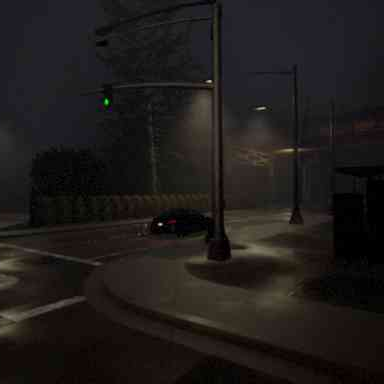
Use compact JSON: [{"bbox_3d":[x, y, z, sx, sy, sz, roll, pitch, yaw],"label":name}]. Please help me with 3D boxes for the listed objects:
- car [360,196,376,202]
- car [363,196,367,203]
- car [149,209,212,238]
[{"bbox_3d":[34.648,1.351,65.692,1.853,1.218,4.536,-1,0,16],"label":"car"},{"bbox_3d":[34.635,1.508,65.641,2.038,1.542,4.974,-1,0,16],"label":"car"},{"bbox_3d":[-0.412,1.606,18.287,1.994,1.385,4.181,-1,-1,36],"label":"car"}]
